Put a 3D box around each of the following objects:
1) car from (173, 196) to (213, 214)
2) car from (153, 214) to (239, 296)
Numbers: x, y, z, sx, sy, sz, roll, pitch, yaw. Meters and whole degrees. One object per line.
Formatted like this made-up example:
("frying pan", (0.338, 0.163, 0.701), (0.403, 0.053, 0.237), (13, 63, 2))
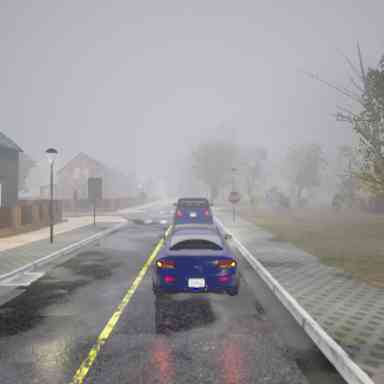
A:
("car", (0.070, 1.251, 19.641), (2.150, 2.045, 5.566), (0, 0, 0))
("car", (0.086, 1.534, 8.523), (1.812, 1.442, 4.674), (0, 0, 0))
